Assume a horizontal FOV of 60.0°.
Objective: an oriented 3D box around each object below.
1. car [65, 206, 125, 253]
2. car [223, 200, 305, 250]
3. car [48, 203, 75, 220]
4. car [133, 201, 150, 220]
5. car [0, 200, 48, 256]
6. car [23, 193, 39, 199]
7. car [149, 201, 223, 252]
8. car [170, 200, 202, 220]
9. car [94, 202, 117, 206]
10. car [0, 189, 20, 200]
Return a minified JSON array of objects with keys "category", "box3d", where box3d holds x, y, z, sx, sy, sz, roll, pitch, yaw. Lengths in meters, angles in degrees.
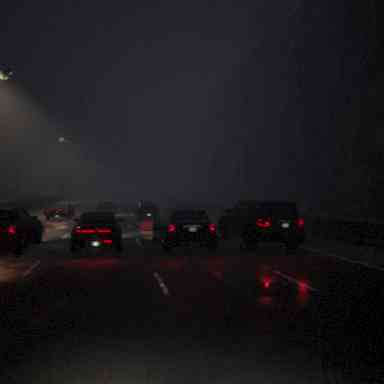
[{"category":"car","box3d":[-3.920,1.546,13.980,1.837,1.490,4.892,1,0,-13]},{"category":"car","box3d":[2.952,1.366,15.347,2.150,2.045,5.566,1,0,-14]},{"category":"car","box3d":[-10.811,1.550,27.536,1.895,1.301,4.718,1,0,-14]},{"category":"car","box3d":[-4.048,1.567,29.362,1.837,1.490,4.892,1,0,-13]},{"category":"car","box3d":[-7.268,1.333,12.941,2.097,1.767,4.553,1,-1,-14]},{"category":"car","box3d":[-29.908,0.881,61.768,1.994,1.385,4.181,1,1,-14]},{"category":"car","box3d":[-0.466,1.444,14.590,2.097,1.767,4.553,1,-1,-14]},{"category":"car","box3d":[-0.688,1.592,30.366,1.882,1.535,5.008,1,0,-13]},{"category":"car","box3d":[-7.449,1.569,28.548,1.994,1.385,4.181,1,0,-14]},{"category":"car","box3d":[-33.266,0.499,60.797,2.150,2.045,5.566,1,1,-14]}]
